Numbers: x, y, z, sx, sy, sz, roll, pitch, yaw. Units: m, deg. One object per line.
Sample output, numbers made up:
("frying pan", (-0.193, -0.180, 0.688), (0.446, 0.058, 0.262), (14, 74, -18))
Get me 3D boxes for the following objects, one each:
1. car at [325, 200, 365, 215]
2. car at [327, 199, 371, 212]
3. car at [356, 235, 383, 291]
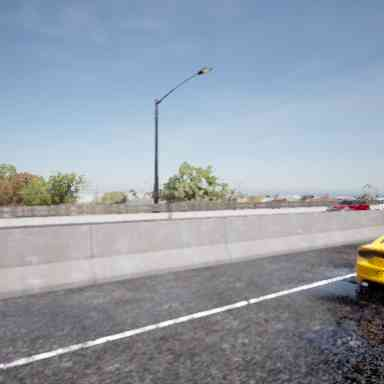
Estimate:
("car", (17.188, 1.650, 37.231), (4.892, 1.490, 1.837), (0, 0, -34))
("car", (14.869, 1.473, 31.410), (4.553, 1.767, 2.097), (0, 0, -34))
("car", (5.915, 1.509, 7.912), (5.008, 1.535, 1.882), (0, 0, -35))
